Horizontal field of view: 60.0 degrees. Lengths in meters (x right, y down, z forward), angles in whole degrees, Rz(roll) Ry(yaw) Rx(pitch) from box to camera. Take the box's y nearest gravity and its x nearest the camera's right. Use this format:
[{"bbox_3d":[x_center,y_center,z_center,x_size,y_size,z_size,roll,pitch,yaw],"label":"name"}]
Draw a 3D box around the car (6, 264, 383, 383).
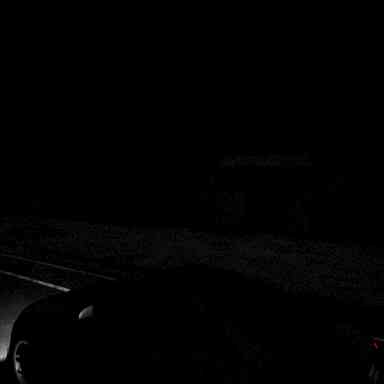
[{"bbox_3d":[-0.230,1.562,3.727,4.181,1.385,1.994,0,0,36],"label":"car"}]
